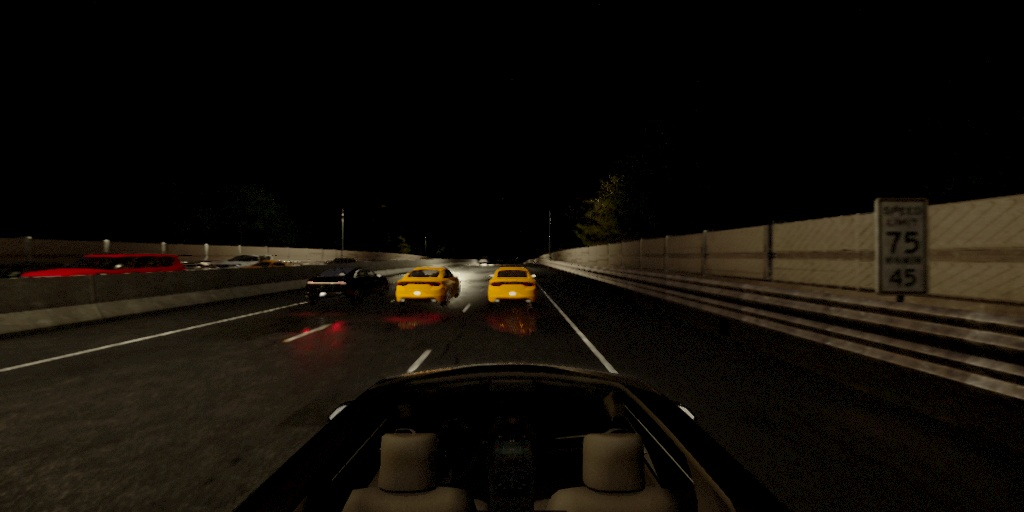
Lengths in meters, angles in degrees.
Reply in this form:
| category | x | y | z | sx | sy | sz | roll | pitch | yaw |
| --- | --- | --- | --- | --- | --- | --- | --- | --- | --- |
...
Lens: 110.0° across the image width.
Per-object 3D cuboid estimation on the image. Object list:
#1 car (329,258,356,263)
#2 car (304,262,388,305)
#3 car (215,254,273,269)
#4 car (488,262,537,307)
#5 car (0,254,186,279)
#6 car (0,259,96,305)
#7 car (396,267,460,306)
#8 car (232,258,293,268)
| category | x | y | z | sx | sy | sz | roll | pitch | yaw |
| --- | --- | --- | --- | --- | --- | --- | --- | --- | --- |
| car | -17.467 | 1.017 | 36.692 | 2.097 | 1.767 | 4.553 | 0 | 0 | 1 |
| car | -6.976 | 1.212 | 15.658 | 2.128 | 1.511 | 4.902 | 0 | 0 | 0 |
| car | -24.487 | 0.865 | 33.298 | 2.150 | 2.045 | 5.566 | 0 | 0 | 1 |
| car | 0.024 | 1.226 | 15.642 | 1.882 | 1.535 | 5.008 | 0 | 0 | 0 |
| car | -17.565 | 0.902 | 15.848 | 2.150 | 2.045 | 5.566 | 0 | 0 | 0 |
| car | -21.066 | 1.015 | 14.973 | 2.097 | 1.767 | 4.553 | 0 | 0 | 0 |
| car | -3.475 | 1.212 | 15.650 | 1.882 | 1.535 | 5.008 | 0 | 0 | 0 |
| car | -21.013 | 1.133 | 30.912 | 1.882 | 1.535 | 5.008 | 0 | 0 | 0 |
